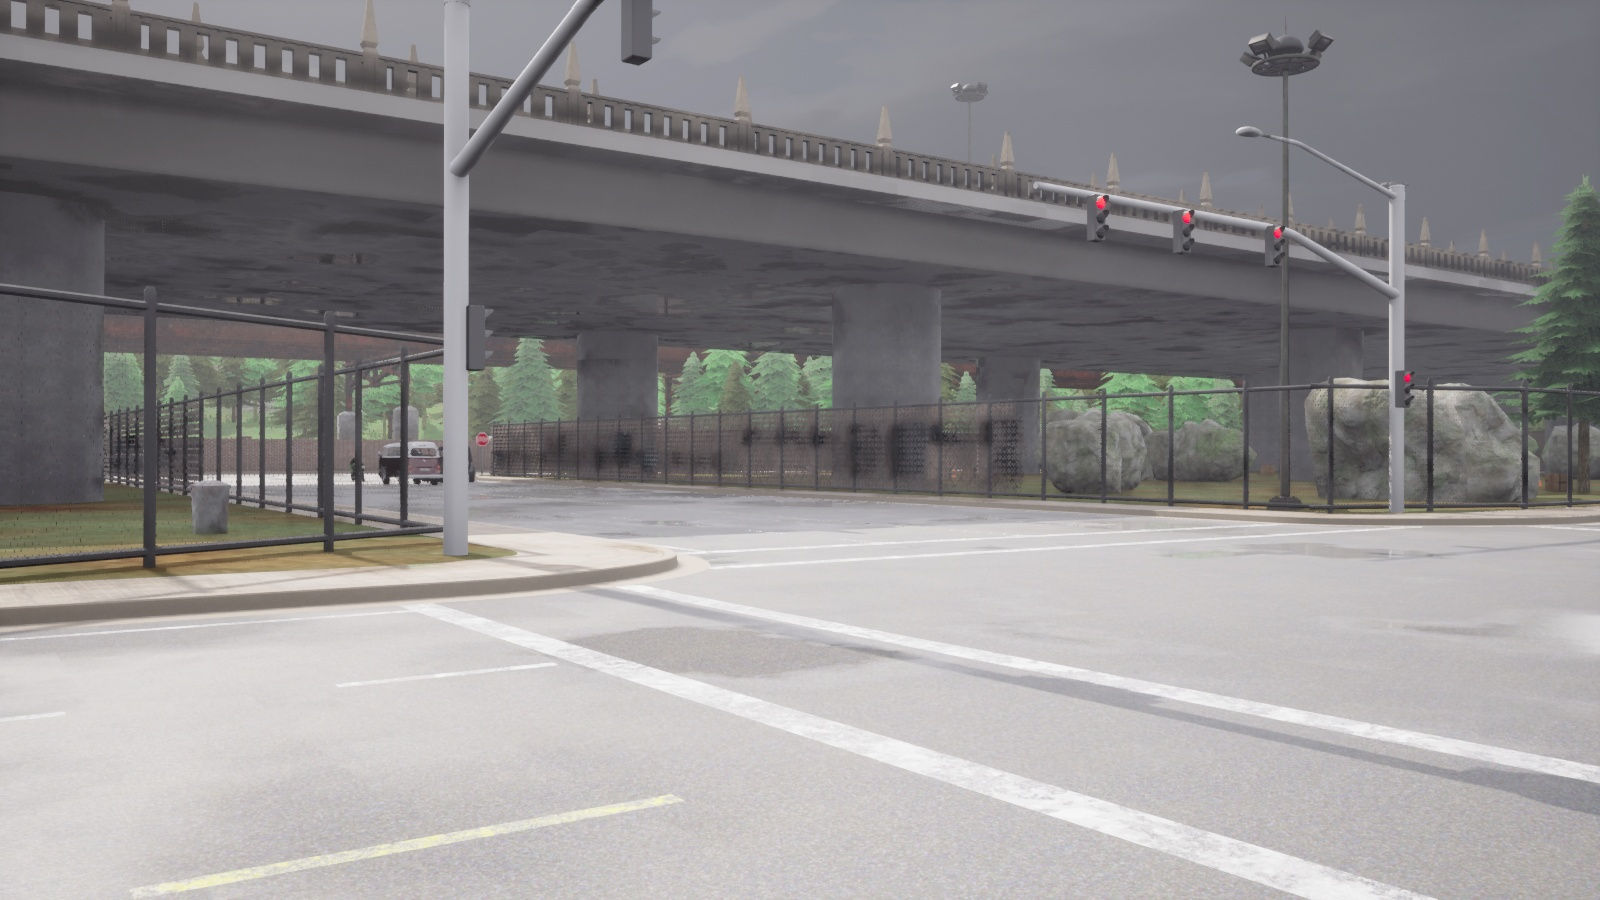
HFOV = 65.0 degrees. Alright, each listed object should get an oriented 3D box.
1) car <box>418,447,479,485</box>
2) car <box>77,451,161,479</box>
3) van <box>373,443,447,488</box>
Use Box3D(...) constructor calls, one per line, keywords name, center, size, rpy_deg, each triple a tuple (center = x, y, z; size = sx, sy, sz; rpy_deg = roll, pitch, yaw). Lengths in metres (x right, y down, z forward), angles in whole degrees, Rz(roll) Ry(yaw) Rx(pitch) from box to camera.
Box3D(name="car", center=(-18.186, 0.793, 64.883), size=(1.905, 1.878, 3.866), rpy_deg=(0, 0, -35))
Box3D(name="car", center=(-43.628, 0.948, 80.457), size=(4.553, 1.767, 2.097), rpy_deg=(0, 0, -34))
Box3D(name="van", center=(-18.402, 0.706, 59.086), size=(2.069, 2.038, 4.480), rpy_deg=(0, 0, -35))
